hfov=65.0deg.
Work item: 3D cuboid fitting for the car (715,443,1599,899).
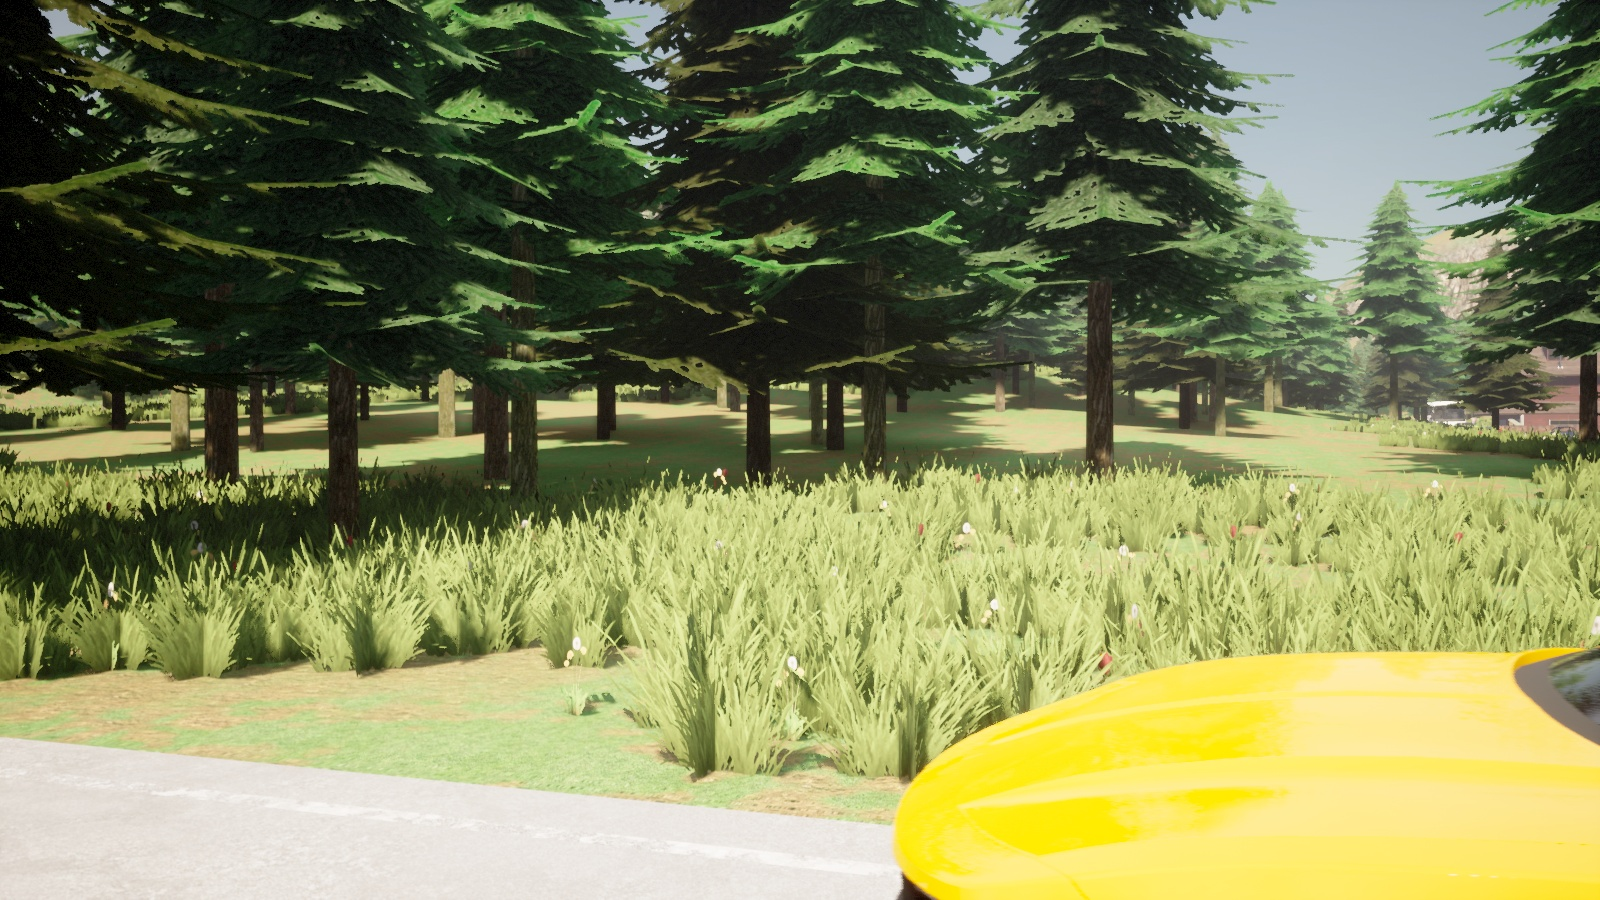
[{"bbox_3d":[2.543,0.781,2.017,5.008,1.535,1.882,1,1,19],"label":"car"}]
